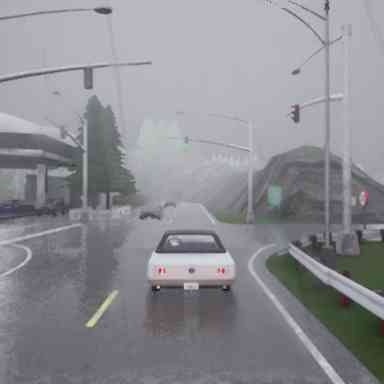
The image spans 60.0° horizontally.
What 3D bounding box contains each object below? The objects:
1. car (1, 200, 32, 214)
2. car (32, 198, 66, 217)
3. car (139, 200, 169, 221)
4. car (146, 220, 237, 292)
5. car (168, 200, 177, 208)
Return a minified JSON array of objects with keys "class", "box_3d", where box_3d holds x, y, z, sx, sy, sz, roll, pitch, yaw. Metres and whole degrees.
[{"class":"car","box_3d":[-20.244,1.737,38.929,2.242,1.667,4.611,0,0,-1]},{"class":"car","box_3d":[-14.536,1.542,34.653,1.905,1.878,3.866,0,0,-1]},{"class":"car","box_3d":[-3.513,1.747,30.048,2.033,1.411,5.357,0,0,0]},{"class":"car","box_3d":[-0.056,1.661,9.054,1.895,1.301,4.718,0,0,-1]},{"class":"car","box_3d":[-3.513,1.933,55.714,1.895,1.301,4.718,0,0,0]}]
